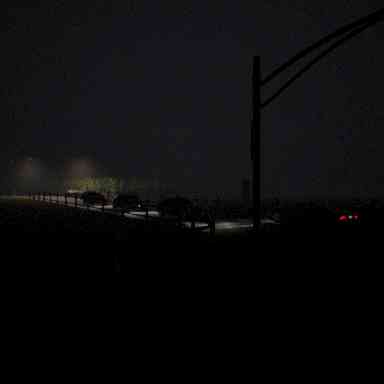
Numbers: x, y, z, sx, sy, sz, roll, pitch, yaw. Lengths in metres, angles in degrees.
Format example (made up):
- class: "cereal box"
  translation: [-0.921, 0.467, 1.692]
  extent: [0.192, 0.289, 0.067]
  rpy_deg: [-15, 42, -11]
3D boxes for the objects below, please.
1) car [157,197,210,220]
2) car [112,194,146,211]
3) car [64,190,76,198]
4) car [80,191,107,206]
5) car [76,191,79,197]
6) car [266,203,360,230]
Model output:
- class: "car"
  translation: [-0.718, 1.114, 24.198]
  extent: [1.882, 1.535, 5.008]
  rpy_deg: [0, 1, -35]
- class: "car"
  translation: [-6.117, 0.970, 31.952]
  extent: [1.837, 1.490, 4.892]
  rpy_deg: [0, 1, -35]
- class: "car"
  translation: [-22.376, 0.375, 61.750]
  extent: [2.128, 1.511, 4.902]
  rpy_deg: [0, 1, -35]
- class: "car"
  translation: [-11.723, 0.815, 40.024]
  extent: [1.812, 1.442, 4.674]
  rpy_deg: [0, 1, -35]
- class: "car"
  translation: [-16.460, 0.540, 53.260]
  extent: [1.882, 1.535, 5.008]
  rpy_deg: [0, 1, -35]
- class: "car"
  translation: [6.954, 1.347, 19.658]
  extent: [2.033, 1.411, 5.357]
  rpy_deg: [0, 1, -35]
